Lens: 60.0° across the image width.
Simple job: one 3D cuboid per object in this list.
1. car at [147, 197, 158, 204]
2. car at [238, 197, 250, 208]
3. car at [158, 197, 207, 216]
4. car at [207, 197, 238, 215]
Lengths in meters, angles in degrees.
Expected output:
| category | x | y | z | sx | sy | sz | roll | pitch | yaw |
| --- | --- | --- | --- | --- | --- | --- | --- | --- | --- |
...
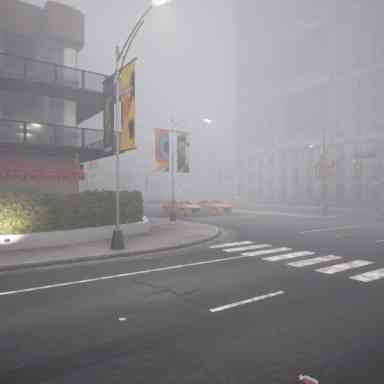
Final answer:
| category | x | y | z | sx | sy | sz | roll | pitch | yaw |
| --- | --- | --- | --- | --- | --- | --- | --- | --- | --- |
| car | -6.163 | 1.601 | 59.267 | 4.718 | 1.301 | 1.895 | 0 | 0 | 42 |
| car | 6.258 | 1.478 | 48.604 | 1.882 | 1.535 | 5.008 | 0 | 0 | -35 |
| car | -1.062 | 1.478 | 32.648 | 1.882 | 1.535 | 5.008 | 0 | 0 | -35 |
| car | 2.066 | 1.478 | 34.285 | 1.882 | 1.535 | 5.008 | 0 | 0 | -35 |
